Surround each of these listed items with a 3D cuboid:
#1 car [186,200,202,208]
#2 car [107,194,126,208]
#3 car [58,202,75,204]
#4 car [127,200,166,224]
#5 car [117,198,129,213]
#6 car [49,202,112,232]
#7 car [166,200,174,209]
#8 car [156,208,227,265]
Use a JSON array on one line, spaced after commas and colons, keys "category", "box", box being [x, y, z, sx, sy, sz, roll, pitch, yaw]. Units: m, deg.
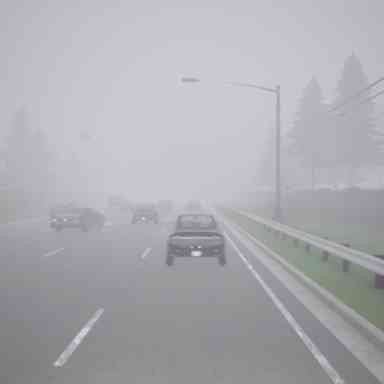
[{"category": "car", "box": [0.205, 1.702, 41.962, 1.994, 1.385, 4.181, 0, 0, 0]}, {"category": "car", "box": [-10.274, 1.347, 46.461, 2.150, 2.045, 5.566, 0, 0, 0]}, {"category": "car", "box": [-10.321, 1.557, 28.175, 2.128, 1.511, 4.902, 0, 0, 0]}, {"category": "car", "box": [-3.331, 1.579, 25.311, 1.837, 1.490, 4.892, 0, 0, 0]}, {"category": "car", "box": [-6.847, 1.708, 38.165, 1.895, 1.301, 4.718, 0, 0, 1]}, {"category": "car", "box": [-6.854, 1.596, 20.566, 2.033, 1.411, 5.357, 0, 0, 1]}, {"category": "car", "box": [-3.307, 1.676, 41.920, 2.033, 1.411, 5.357, 0, 0, 1]}, {"category": "car", "box": [0.132, 1.532, 11.847, 2.128, 1.511, 4.902, 0, 0, 0]}]
